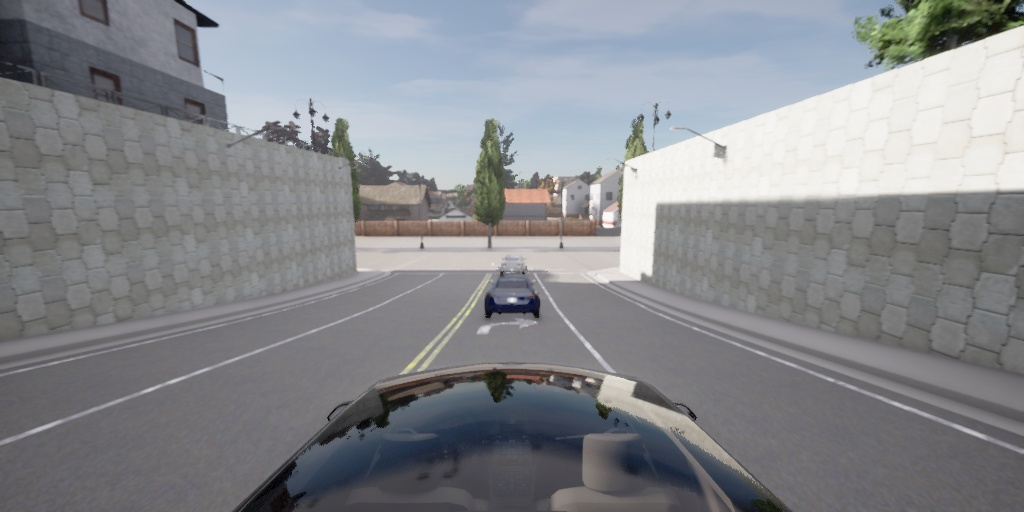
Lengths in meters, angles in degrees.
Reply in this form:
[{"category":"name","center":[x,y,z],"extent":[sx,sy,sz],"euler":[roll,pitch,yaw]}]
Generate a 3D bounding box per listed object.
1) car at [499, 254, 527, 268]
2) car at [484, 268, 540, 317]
[{"category":"car","center":[0.169,0.594,28.402],"extent":[1.812,1.442,4.674],"euler":[0,5,4]},{"category":"car","center":[0.034,1.387,13.829],"extent":[1.994,1.385,4.181],"euler":[0,1,1]}]
